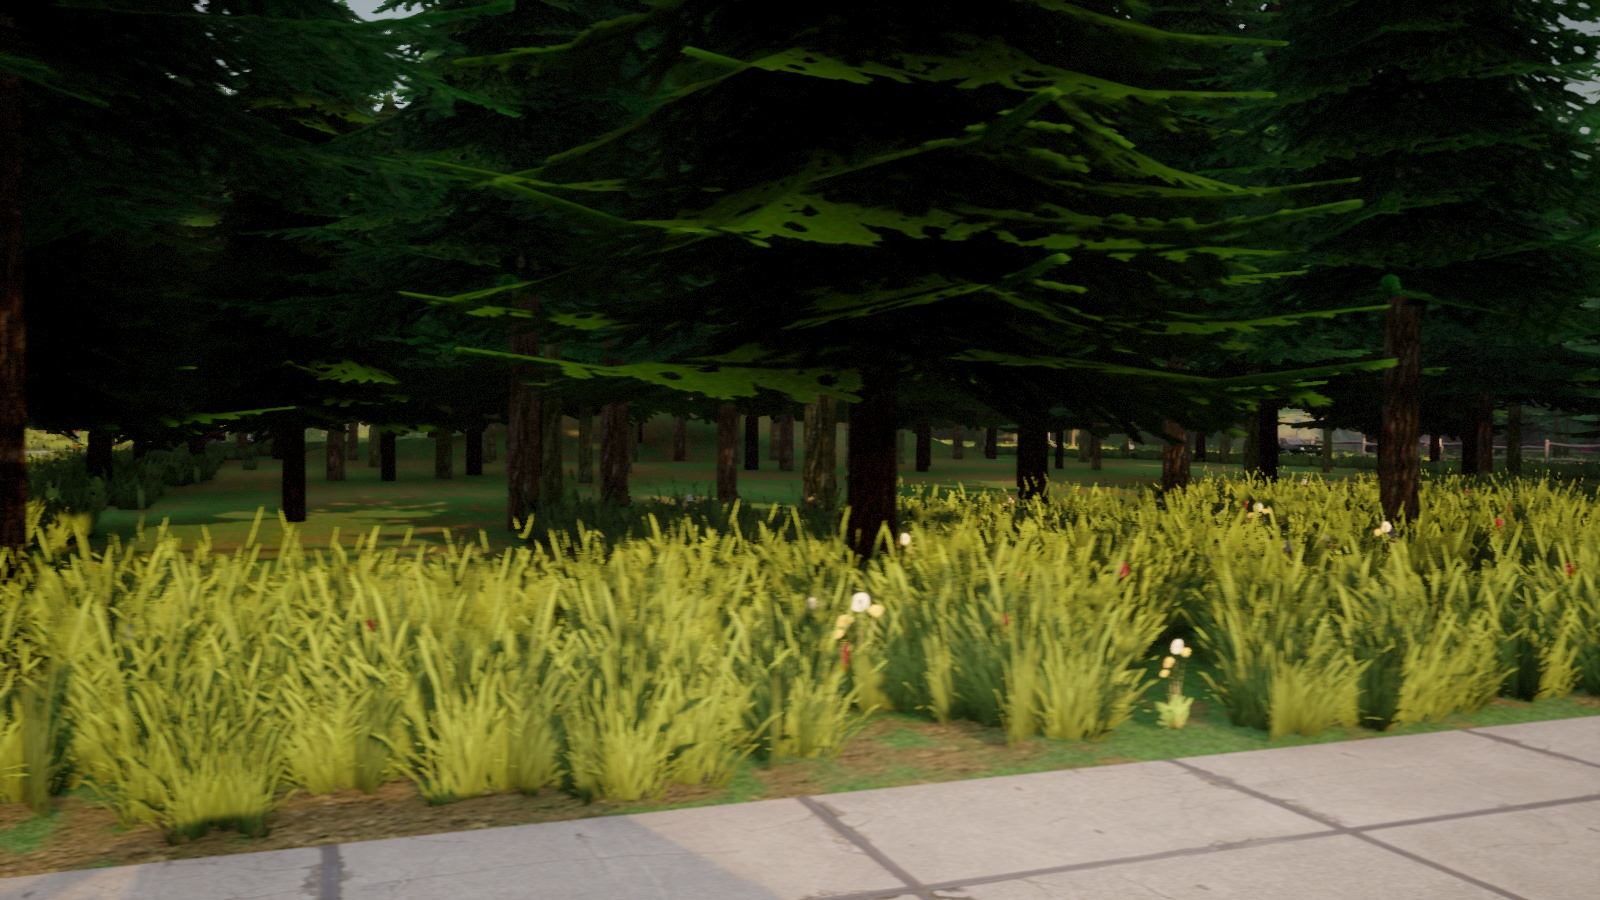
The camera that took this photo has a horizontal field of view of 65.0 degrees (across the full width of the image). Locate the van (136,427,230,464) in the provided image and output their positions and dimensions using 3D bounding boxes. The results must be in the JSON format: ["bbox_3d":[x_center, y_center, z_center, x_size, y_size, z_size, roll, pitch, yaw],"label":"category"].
[{"bbox_3d":[-35.289,-0.281,71.932,2.069,2.038,4.480,0,1,28],"label":"van"}]

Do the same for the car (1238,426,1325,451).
[{"bbox_3d":[27.262,-0.662,71.277,1.895,1.301,4.718,-1,1,-22],"label":"car"}]
